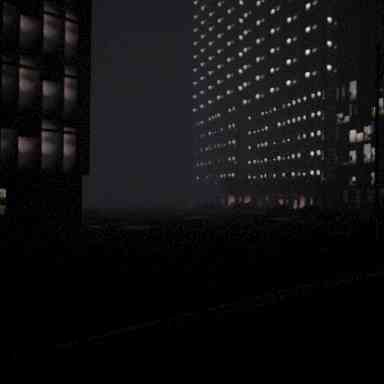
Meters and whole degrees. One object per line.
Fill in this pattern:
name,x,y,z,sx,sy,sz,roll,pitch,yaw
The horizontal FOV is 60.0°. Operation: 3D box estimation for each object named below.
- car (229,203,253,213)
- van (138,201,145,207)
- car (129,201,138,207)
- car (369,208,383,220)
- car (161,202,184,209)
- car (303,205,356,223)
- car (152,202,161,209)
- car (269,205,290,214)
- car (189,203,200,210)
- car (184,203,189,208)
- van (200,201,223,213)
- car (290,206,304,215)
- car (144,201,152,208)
car,7.907,2.528,54.193,1.882,1.535,5.008,1,-1,-25
van,-11.135,2.970,81.288,1.690,1.788,3.998,0,-1,-25
car,-15.918,3.405,91.464,1.887,1.381,4.507,0,-1,-25
car,20.376,2.180,33.950,2.008,1.369,4.403,0,-1,-25
car,-3.956,2.836,66.016,2.008,1.369,4.403,0,-1,-25
car,12.793,2.065,30.387,2.008,1.369,4.403,0,-1,-25
car,-6.277,2.921,70.953,1.752,1.417,4.829,0,-1,-25
car,13.199,2.520,49.220,1.947,1.339,4.313,0,-1,-25
car,1.771,2.937,67.232,1.895,1.301,4.718,1,-2,-25
car,-1.157,3.210,79.758,1.802,1.307,4.206,0,-1,-25
van,3.220,2.291,50.751,1.690,1.788,3.998,0,-1,-25
car,15.591,2.411,44.130,1.947,1.339,4.313,0,-1,-25
car,-8.741,3.058,76.196,1.887,1.381,4.507,0,-1,-25
